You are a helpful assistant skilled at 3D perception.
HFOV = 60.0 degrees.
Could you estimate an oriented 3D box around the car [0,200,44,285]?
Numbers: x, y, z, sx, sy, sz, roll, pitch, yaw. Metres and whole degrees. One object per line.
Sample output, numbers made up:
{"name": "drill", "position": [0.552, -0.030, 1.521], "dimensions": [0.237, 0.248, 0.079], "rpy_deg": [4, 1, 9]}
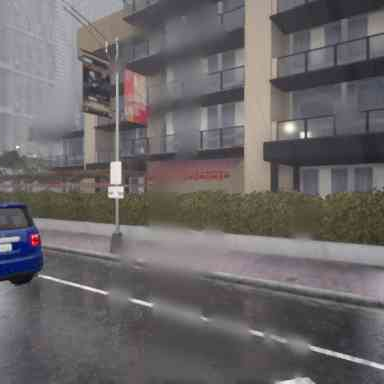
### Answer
{"name": "car", "position": [-5.968, 1.219, 8.255], "dimensions": [5.566, 2.045, 2.150], "rpy_deg": [0, 0, 35]}
